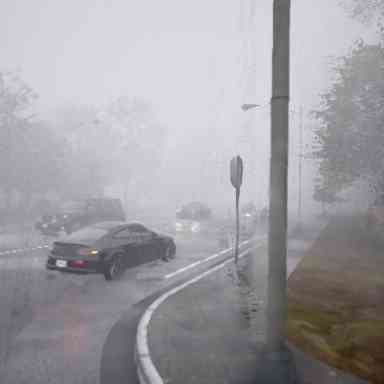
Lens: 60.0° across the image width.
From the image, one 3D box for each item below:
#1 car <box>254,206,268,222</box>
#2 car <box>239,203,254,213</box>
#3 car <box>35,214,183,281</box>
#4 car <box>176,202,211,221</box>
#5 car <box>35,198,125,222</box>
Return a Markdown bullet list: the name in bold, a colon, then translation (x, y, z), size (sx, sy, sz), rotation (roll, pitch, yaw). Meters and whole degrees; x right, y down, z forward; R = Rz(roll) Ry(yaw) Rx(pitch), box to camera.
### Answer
- **car**: translation (7.884, 2.060, 32.081), size (2.128, 1.511, 4.902), rotation (1, -1, 25)
- **car**: translation (8.136, 2.343, 49.340), size (1.812, 1.442, 4.674), rotation (1, -1, 25)
- **car**: translation (-2.214, 1.618, 10.190), size (1.812, 1.442, 4.674), rotation (1, -1, 25)
- **car**: translation (0.233, 1.772, 32.426), size (2.097, 1.767, 4.553), rotation (1, -1, 25)
- **car**: translation (-6.046, 1.346, 18.825), size (2.150, 2.045, 5.566), rotation (1, -1, 25)
